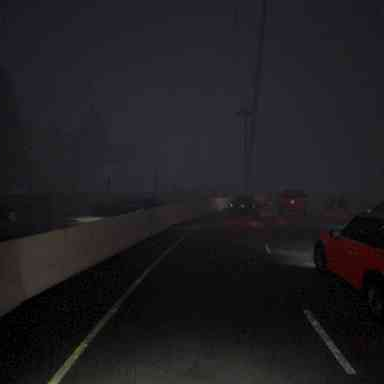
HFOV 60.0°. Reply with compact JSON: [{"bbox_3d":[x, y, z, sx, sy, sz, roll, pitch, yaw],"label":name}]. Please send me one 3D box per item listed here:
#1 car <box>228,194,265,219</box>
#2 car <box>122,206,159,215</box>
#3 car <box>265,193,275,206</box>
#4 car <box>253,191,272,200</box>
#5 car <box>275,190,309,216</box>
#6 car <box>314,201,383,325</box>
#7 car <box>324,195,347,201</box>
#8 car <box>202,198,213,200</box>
[{"bbox_3d":[4.084,0.980,25.153,2.097,1.767,4.553,0,1,16],"label":"car"},{"bbox_3d":[-3.654,1.131,24.204,1.837,1.490,4.892,0,1,15],"label":"car"},{"bbox_3d":[10.138,0.914,40.856,1.837,1.490,4.892,0,1,26],"label":"car"},{"bbox_3d":[13.197,0.644,62.170,2.033,1.411,5.357,1,1,29],"label":"car"},{"bbox_3d":[8.539,0.819,27.966,2.150,2.045,5.566,0,1,18],"label":"car"},{"bbox_3d":[4.162,1.254,6.982,2.097,1.767,4.553,0,1,5],"label":"car"},{"bbox_3d":[14.047,1.032,32.604,2.128,1.511,4.902,0,1,22],"label":"car"},{"bbox_3d":[3.456,0.474,58.825,2.097,1.767,4.553,1,1,29],"label":"car"}]
